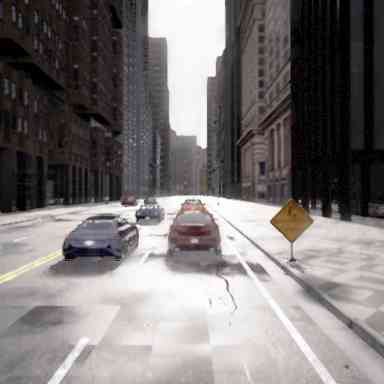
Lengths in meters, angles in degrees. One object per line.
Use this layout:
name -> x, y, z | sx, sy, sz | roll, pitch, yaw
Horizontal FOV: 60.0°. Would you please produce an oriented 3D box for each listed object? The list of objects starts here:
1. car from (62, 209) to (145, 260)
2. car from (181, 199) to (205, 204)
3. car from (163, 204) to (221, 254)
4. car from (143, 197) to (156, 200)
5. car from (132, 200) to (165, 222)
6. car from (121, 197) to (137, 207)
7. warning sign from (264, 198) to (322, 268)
car -> -3.179, 1.554, 12.349 | 1.994, 1.385, 4.181 | 0, 0, 0
car -> 0.074, 1.338, 27.371 | 2.097, 1.767, 4.553 | 0, 0, 0
car -> 0.075, 1.468, 13.366 | 1.882, 1.535, 5.008 | 0, 0, 0
car -> -6.557, 1.525, 52.192 | 1.812, 1.442, 4.674 | 0, 0, 0
car -> -3.184, 1.588, 26.183 | 1.895, 1.301, 4.718 | 0, 0, 0
car -> -9.807, 1.476, 52.210 | 1.882, 1.535, 5.008 | 0, 0, 0
warning sign -> 2.843, 1.108, 9.505 | 1.300, 1.860, 1.060 | -1, -1, 0
